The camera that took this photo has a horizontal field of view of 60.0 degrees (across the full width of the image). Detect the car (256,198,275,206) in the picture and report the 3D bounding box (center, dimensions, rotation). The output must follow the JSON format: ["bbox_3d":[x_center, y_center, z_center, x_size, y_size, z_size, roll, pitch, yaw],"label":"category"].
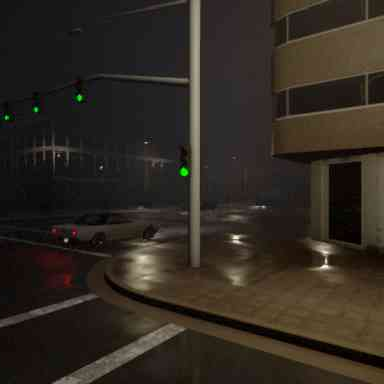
[{"bbox_3d":[11.908,1.585,53.772,1.994,1.385,4.181,0,0,36],"label":"car"}]

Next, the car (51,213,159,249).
[{"bbox_3d":[-3.616,1.592,14.811,1.895,1.301,4.718,0,0,36],"label":"car"}]

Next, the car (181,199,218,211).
[{"bbox_3d":[0.979,1.531,39.018,2.033,1.411,5.357,0,0,36],"label":"car"}]
